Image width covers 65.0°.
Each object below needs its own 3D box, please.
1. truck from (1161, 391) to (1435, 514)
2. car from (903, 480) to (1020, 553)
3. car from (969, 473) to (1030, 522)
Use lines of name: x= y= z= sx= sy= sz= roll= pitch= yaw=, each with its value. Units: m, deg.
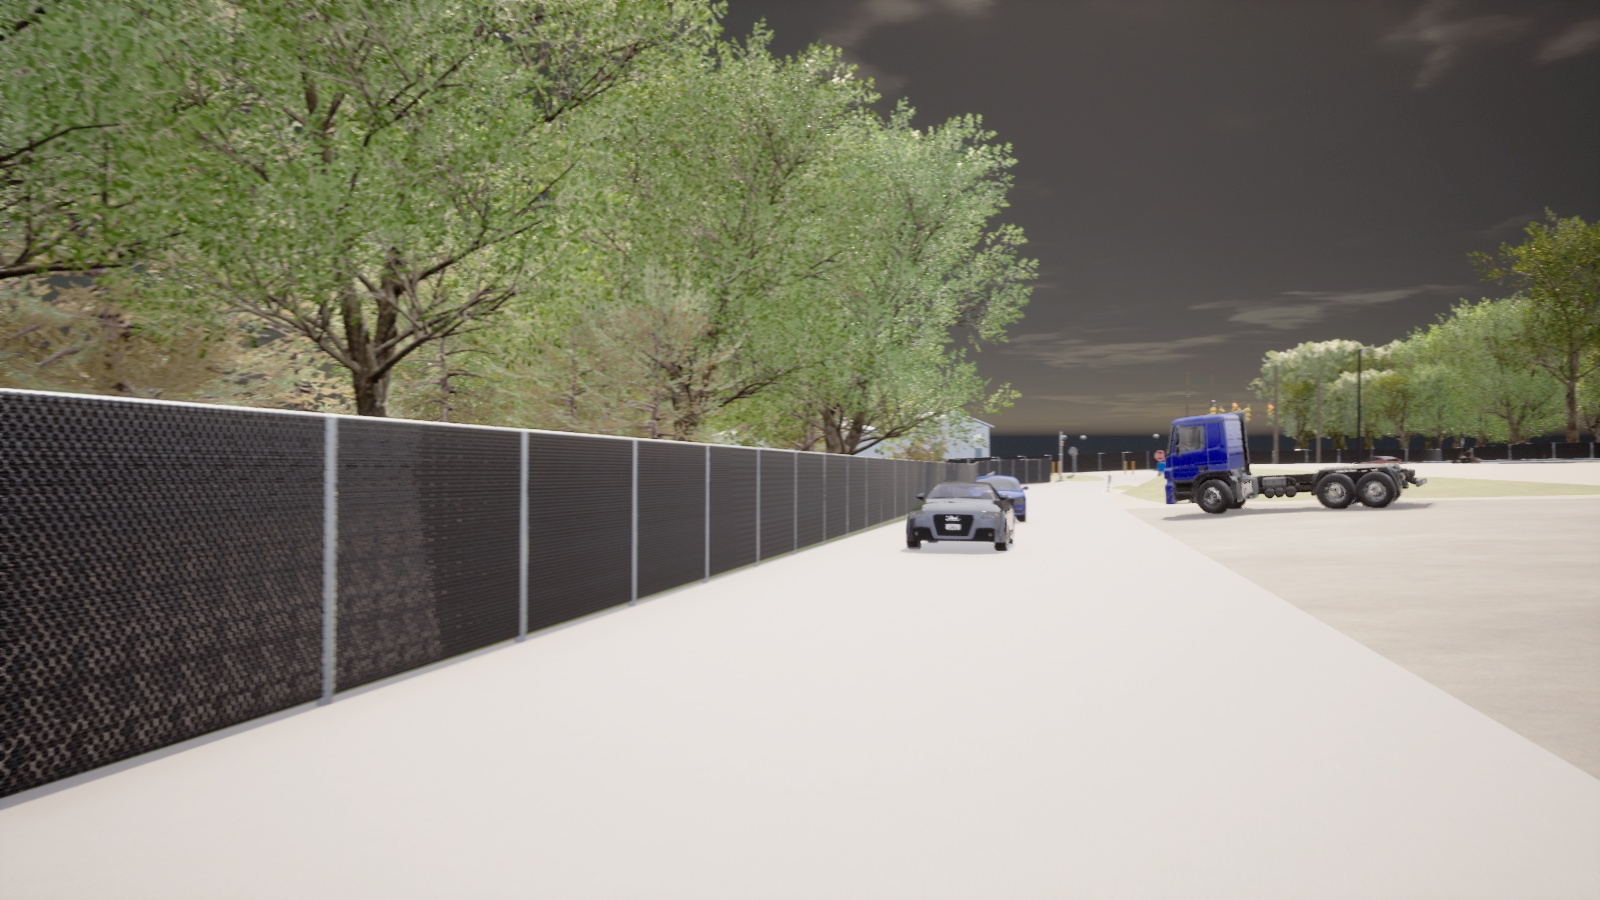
truck: x=16.660 y=0.136 z=42.241 sx=7.936 sy=3.462 sz=2.891 roll=-5 pitch=-1 yaw=32
car: x=3.473 y=1.328 z=26.340 sx=1.994 sy=1.385 sz=4.181 roll=0 pitch=-1 yaw=13
car: x=6.643 y=1.538 z=42.028 sx=1.882 sy=1.535 sz=5.008 roll=0 pitch=-1 yaw=8
